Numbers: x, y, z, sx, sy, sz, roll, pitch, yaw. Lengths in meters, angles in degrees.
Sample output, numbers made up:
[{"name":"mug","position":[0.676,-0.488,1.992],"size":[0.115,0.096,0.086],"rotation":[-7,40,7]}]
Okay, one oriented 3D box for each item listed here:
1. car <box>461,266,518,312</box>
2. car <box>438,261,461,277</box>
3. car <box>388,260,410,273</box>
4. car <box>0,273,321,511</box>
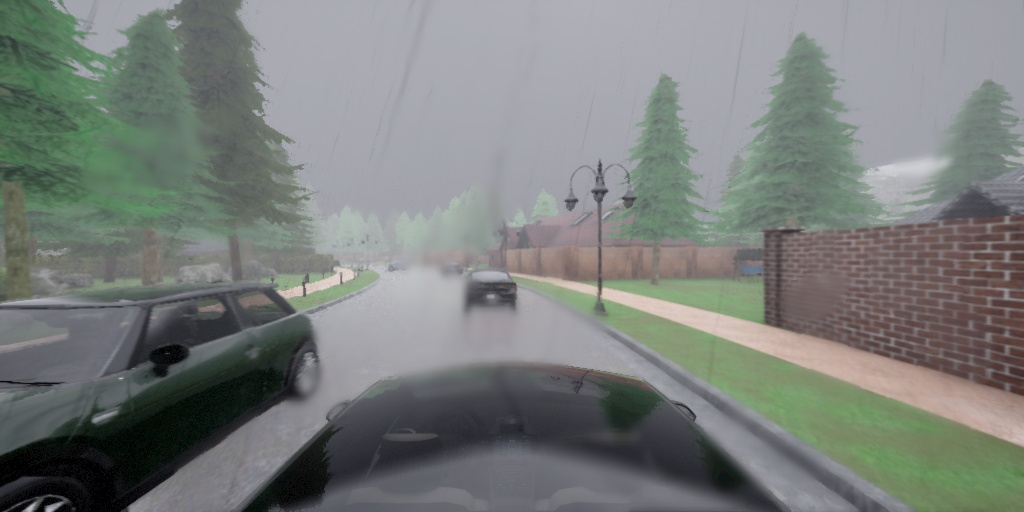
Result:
[{"name":"car","position":[-0.938,1.192,14.117],"size":[1.882,1.535,5.008],"rotation":[0,0,-7]},{"name":"car","position":[-5.755,1.198,33.965],"size":[1.812,1.442,4.674],"rotation":[0,0,-19]},{"name":"car","position":[-13.780,1.202,43.448],"size":[1.812,1.442,4.674],"rotation":[0,0,-27]},{"name":"car","position":[-3.790,1.113,3.331],"size":[2.097,1.767,4.553],"rotation":[0,0,-2]}]
